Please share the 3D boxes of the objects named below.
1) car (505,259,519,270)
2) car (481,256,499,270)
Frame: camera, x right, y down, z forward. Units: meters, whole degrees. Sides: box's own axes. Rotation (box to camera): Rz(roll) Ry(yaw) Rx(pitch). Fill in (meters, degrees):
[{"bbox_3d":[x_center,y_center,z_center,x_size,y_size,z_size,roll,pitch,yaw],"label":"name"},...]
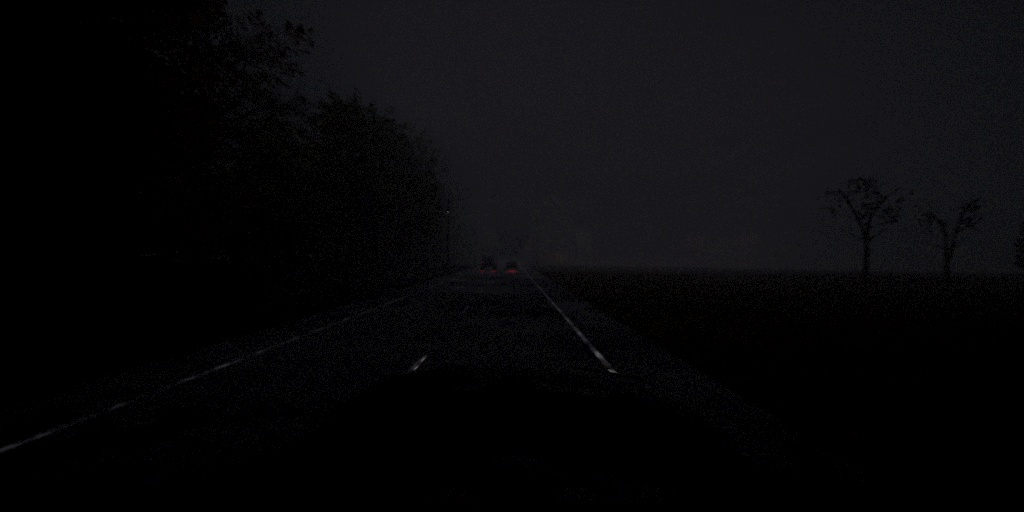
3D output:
[{"bbox_3d":[-0.008,1.312,54.463,1.837,1.490,4.892,0,0,0],"label":"car"},{"bbox_3d":[-3.508,1.030,54.474,2.150,2.045,5.566,0,0,0],"label":"car"}]
